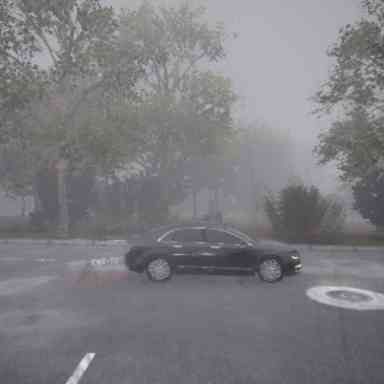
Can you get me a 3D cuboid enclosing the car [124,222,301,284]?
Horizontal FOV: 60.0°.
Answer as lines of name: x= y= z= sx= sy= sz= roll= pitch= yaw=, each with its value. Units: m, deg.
car: x=0.558 y=1.643 z=9.445 sx=4.892 sy=1.490 sz=1.837 roll=0 pitch=-1 yaw=0
